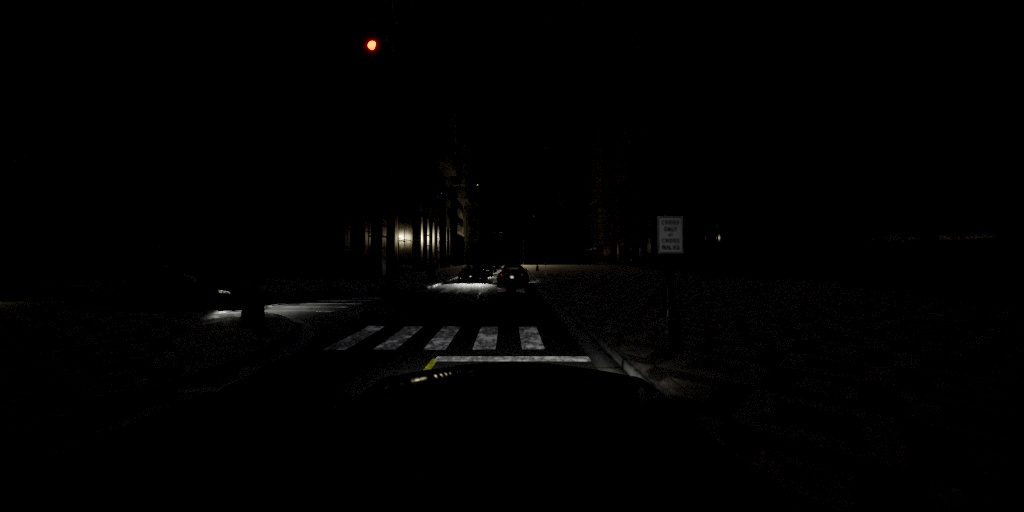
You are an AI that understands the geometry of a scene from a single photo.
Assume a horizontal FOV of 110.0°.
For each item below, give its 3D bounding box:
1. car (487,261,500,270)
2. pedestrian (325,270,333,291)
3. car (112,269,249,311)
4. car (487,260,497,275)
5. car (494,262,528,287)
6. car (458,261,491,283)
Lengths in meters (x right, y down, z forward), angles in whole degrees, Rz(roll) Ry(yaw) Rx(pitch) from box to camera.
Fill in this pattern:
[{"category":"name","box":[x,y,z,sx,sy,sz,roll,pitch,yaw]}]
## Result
[{"category":"car","box":[-2.916,1.468,57.828,1.895,1.301,4.718,0,0,1]},{"category":"pedestrian","box":[-9.965,0.977,19.611,0.375,1.860,0.375,0,-1,0]},{"category":"car","box":[-11.961,1.219,13.214,4.674,1.442,1.812,0,-1,4]},{"category":"car","box":[-3.014,1.337,37.749,2.033,1.411,5.357,0,0,0]},{"category":"car","box":[0.081,1.325,24.832,1.994,1.385,4.181,0,0,3]},{"category":"car","box":[-3.028,1.331,28.428,1.994,1.385,4.181,0,0,1]}]
